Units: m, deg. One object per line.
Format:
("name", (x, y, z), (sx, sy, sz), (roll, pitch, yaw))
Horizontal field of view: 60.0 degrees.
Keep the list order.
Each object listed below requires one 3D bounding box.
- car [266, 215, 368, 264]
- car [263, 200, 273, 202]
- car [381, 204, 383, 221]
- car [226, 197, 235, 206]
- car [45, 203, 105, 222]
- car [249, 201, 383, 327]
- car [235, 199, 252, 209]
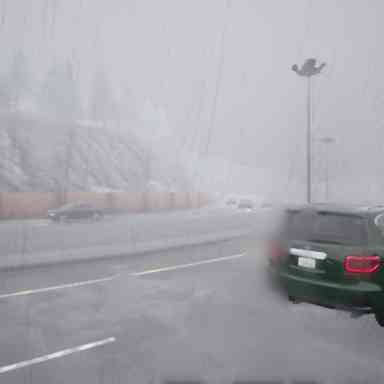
("car", (5.031, 1.687, 13.013), (4.718, 1.301, 1.895), (0, 0, -44))
("car", (11.549, 1.890, 49.829), (1.994, 1.385, 4.181), (0, 0, 18))
("car", (17.841, 1.797, 29.424), (1.895, 1.301, 4.718), (0, 0, 31))
("car", (7.880, 1.777, 66.001), (2.097, 1.767, 4.553), (0, 0, 8))
("car", (-9.807, 1.683, 28.079), (1.837, 1.490, 4.892), (0, 0, 45))
("car", (3.917, 1.271, 7.259), (5.566, 2.045, 2.150), (0, 0, -41))
("car", (8.385, 1.841, 51.388), (1.837, 1.490, 4.892), (0, -1, 17))
